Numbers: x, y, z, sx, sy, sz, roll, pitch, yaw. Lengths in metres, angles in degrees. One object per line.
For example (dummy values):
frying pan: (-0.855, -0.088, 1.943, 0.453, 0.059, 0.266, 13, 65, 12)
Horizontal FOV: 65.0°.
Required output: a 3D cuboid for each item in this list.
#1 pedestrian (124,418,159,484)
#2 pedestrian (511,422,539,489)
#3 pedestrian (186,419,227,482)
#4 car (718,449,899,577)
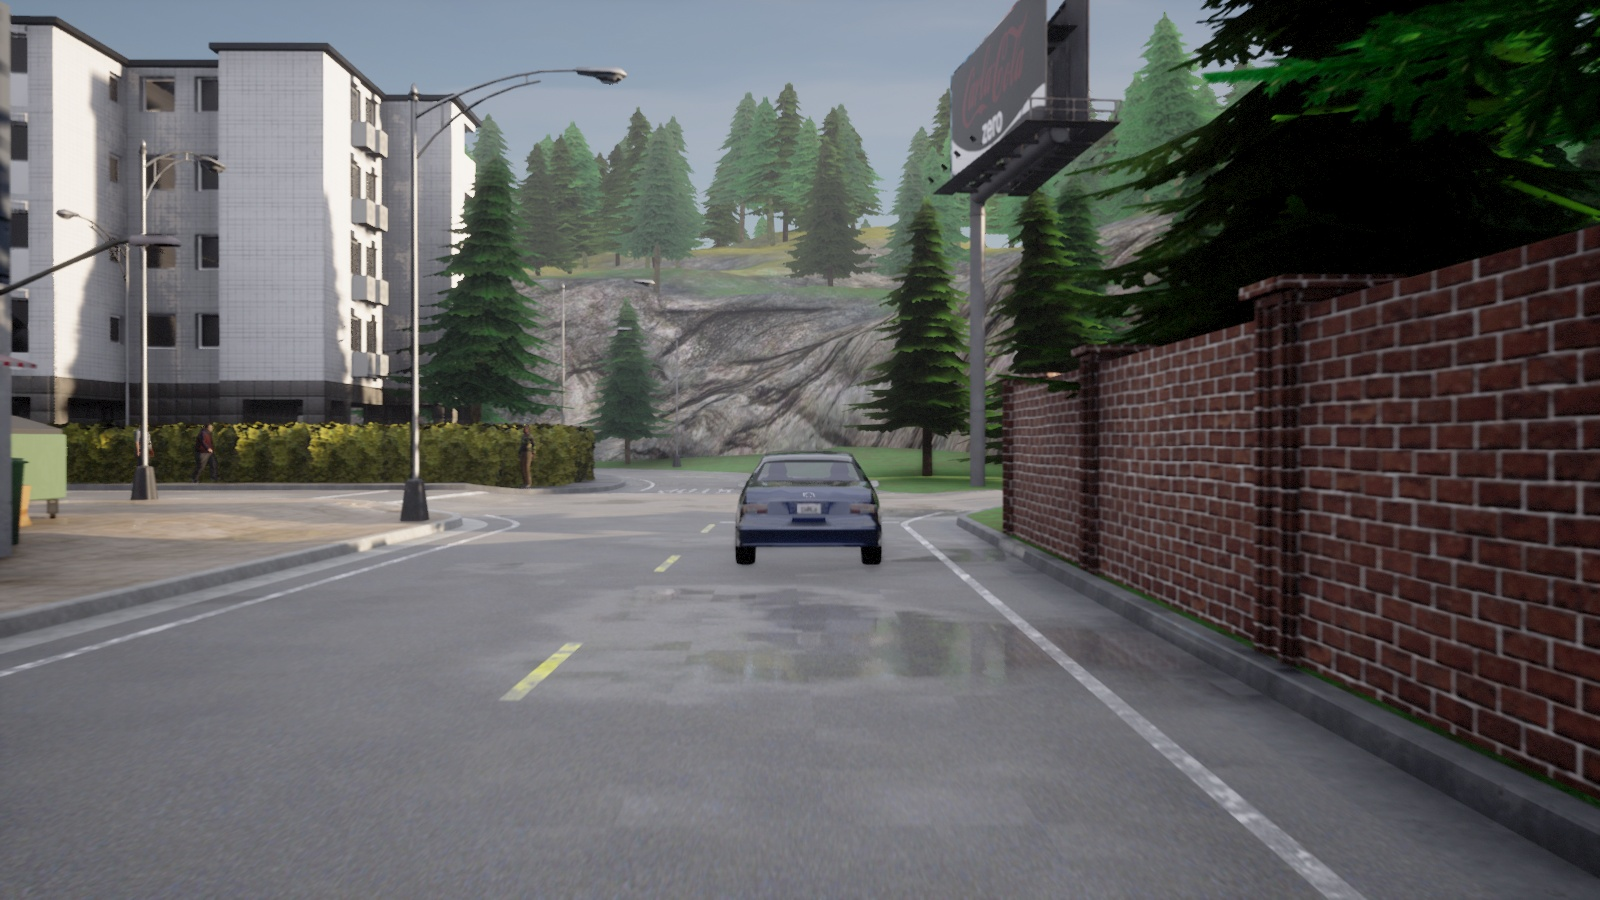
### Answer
pedestrian: (-18.679, 0.021, 35.627, 0.694, 1.848, 0.540, 0, 0, 13)
pedestrian: (-8.023, 0.157, 36.659, 0.692, 1.930, 0.395, 0, 0, -44)
pedestrian: (-17.528, 0.014, 37.112, 0.899, 1.844, 0.634, 0, 0, 5)
car: (0.109, 0.704, 16.746, 2.033, 1.411, 5.357, 0, 0, 0)
